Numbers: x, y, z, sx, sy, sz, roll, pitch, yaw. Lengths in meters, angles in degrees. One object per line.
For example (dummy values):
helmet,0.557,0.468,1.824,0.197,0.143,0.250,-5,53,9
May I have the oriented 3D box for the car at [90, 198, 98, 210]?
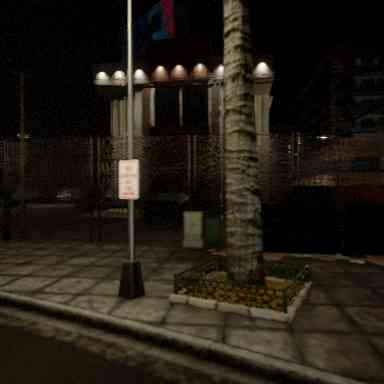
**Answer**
car,-10.706,1.382,36.432,4.674,1.452,2.002,0,0,8
